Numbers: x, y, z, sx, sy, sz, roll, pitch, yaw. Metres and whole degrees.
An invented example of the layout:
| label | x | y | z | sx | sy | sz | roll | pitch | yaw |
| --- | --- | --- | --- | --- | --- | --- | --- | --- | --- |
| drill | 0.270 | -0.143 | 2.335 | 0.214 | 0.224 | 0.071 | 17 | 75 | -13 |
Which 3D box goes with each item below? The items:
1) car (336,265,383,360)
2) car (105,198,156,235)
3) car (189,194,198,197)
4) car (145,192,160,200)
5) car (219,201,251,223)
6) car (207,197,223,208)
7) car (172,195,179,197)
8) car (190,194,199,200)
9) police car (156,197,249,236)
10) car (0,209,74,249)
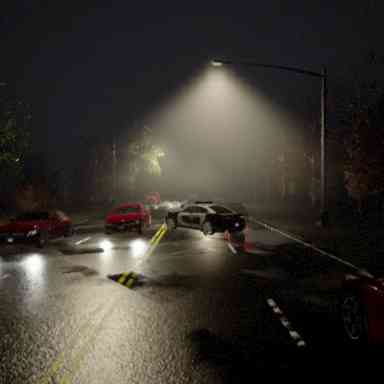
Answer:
| label | x | y | z | sx | sy | sz | roll | pitch | yaw |
| --- | --- | --- | --- | --- | --- | --- | --- | --- | --- |
| car | 3.255 | 1.387 | 3.290 | 2.033 | 1.649 | 4.856 | 1 | 0 | 0 |
| car | -3.437 | 1.396 | 18.563 | 1.882 | 1.535 | 5.008 | -3 | 1 | 0 |
| car | 0.223 | 1.379 | 59.908 | 1.895 | 1.301 | 4.718 | 0 | -1 | 2 |
| car | -6.480 | 1.058 | 55.351 | 2.150 | 2.045 | 5.566 | 0 | 0 | 1 |
| car | 3.158 | 1.443 | 25.283 | 1.812 | 1.442 | 4.674 | 0 | 0 | 0 |
| car | 3.243 | 1.417 | 47.219 | 1.994 | 1.385 | 4.181 | 0 | 0 | 1 |
| car | -3.078 | 1.327 | 62.206 | 1.812 | 1.442 | 4.674 | 0 | 0 | 2 |
| car | 0.664 | 1.222 | 80.359 | 2.033 | 1.411 | 5.357 | 0 | 0 | 2 |
| police car | 0.498 | 1.308 | 17.796 | 1.930 | 1.638 | 5.238 | 1 | 0 | -39 |
| car | -6.665 | 1.493 | 14.525 | 1.812 | 1.442 | 4.674 | 0 | 0 | 0 |
